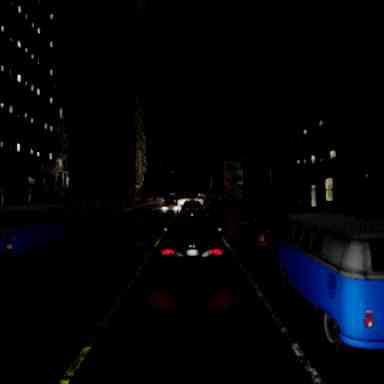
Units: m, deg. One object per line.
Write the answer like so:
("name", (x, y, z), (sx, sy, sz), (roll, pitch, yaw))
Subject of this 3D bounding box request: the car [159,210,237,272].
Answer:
("car", (0.018, 1.528, 10.685), (2.033, 1.411, 5.357), (0, 0, 0))

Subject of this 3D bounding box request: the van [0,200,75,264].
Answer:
("van", (-5.685, 1.321, 11.388), (1.690, 1.788, 3.998), (1, 0, 0))

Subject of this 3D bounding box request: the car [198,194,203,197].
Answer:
("car", (2.621, 1.231, 93.179), (1.967, 1.590, 4.097), (1, 0, 0))

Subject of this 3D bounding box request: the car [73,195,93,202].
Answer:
("car", (-23.174, 1.420, 71.378), (4.097, 1.590, 1.967), (-1, 0, 1))

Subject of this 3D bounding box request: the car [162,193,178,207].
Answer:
("car", (-3.132, 1.251, 48.524), (2.097, 1.767, 4.553), (0, 0, 0))

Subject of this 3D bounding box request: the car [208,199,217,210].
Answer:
("car", (2.677, 1.512, 27.832), (1.947, 1.339, 4.313), (1, 0, 0))

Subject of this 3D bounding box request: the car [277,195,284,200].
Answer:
("car", (20.619, 1.087, 70.996), (4.829, 1.417, 1.752), (-1, 0, 1))

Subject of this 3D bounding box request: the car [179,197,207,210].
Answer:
("car", (0.020, 1.452, 27.851), (1.837, 1.490, 4.892), (0, 0, 0))

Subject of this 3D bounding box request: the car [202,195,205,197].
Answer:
("car", (2.663, 1.461, 44.265), (2.008, 1.369, 4.403), (1, 0, 0))

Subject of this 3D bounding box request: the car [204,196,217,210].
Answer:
("car", (2.667, 1.488, 38.787), (1.947, 1.339, 4.313), (1, 0, 0))

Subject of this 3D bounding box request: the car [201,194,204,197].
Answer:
("car", (2.776, 1.468, 55.217), (1.802, 1.307, 4.206), (1, 0, 0))

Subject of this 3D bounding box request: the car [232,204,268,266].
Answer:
("car", (2.694, 1.420, 11.398), (1.967, 1.590, 4.097), (1, 0, 0))

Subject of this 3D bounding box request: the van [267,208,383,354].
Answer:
("van", (2.700, 1.331, 5.921), (1.690, 1.788, 3.998), (1, 0, 0))

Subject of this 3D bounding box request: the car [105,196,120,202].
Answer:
("car", (-17.490, 1.507, 71.328), (4.206, 1.307, 1.802), (-1, 0, 1))

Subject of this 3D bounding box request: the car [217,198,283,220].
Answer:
("car", (2.691, 1.284, 16.877), (2.192, 1.841, 5.009), (1, 0, 0))
